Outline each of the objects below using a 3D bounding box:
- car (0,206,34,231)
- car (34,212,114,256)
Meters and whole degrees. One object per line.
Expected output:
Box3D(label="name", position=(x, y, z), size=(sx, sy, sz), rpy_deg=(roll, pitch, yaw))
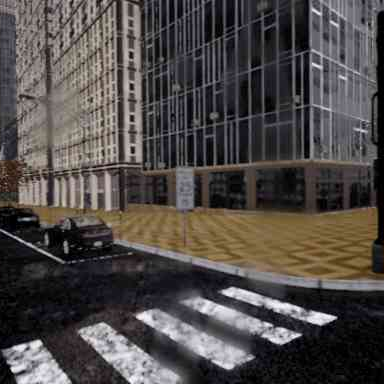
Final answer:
Box3D(label="car", position=(-11.466, 1.740, 22.258), size=(1.947, 1.339, 4.313), rpy_deg=(-3, 1, -38))
Box3D(label="car", position=(-4.614, 1.597, 13.336), size=(2.008, 1.369, 4.403), rpy_deg=(-3, 1, -38))
